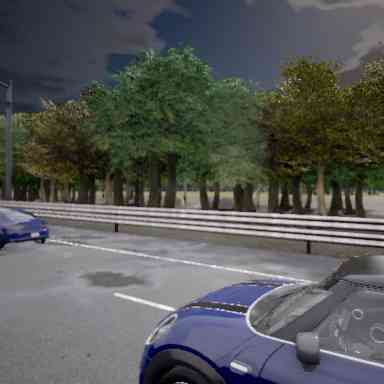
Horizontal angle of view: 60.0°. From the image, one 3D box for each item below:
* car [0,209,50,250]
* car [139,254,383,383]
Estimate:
[{"bbox_3d":[-7.734,1.417,13.743,4.674,1.442,1.812,1,0,35],"label":"car"},{"bbox_3d":[1.698,1.350,2.776,4.553,1.767,2.097,1,0,35],"label":"car"}]
